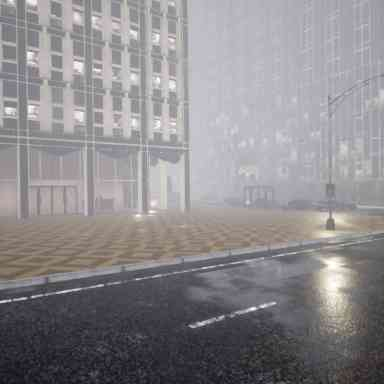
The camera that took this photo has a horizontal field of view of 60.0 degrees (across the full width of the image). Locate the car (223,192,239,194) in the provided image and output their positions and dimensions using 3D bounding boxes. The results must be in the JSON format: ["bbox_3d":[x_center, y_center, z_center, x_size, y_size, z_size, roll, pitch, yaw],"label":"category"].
[{"bbox_3d":[7.095,1.216,49.078,1.812,1.442,4.674,-1,2,-34],"label":"car"}]

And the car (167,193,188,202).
[{"bbox_3d":[-2.857,1.071,63.863,1.837,1.490,4.892,-1,1,-34],"label":"car"}]

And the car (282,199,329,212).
[{"bbox_3d":[12.486,1.422,36.331,1.947,1.339,4.313,-1,1,-34],"label":"car"}]

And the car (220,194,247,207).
[{"bbox_3d":[6.152,1.318,45.771,1.947,1.339,4.313,-1,1,-34],"label":"car"}]

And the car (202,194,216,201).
[{"bbox_3d":[3.528,1.042,64.609,1.802,1.307,4.206,-1,1,-34],"label":"car"}]

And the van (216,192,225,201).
[{"bbox_3d":[6.726,0.854,59.908,1.690,1.788,3.998,-1,1,-34],"label":"van"}]

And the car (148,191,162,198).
[{"bbox_3d":[-9.267,0.685,83.399,1.967,1.590,4.097,0,1,-34],"label":"car"}]

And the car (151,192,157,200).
[{"bbox_3d":[-9.797,1.038,69.290,2.008,1.369,4.403,0,1,-34],"label":"car"}]

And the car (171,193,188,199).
[{"bbox_3d":[-2.869,0.935,74.006,1.802,1.307,4.206,0,1,-34],"label":"car"}]

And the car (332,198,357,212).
[{"bbox_3d":[15.704,1.392,36.424,1.994,1.385,4.181,-1,1,-34],"label":"car"}]

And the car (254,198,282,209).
[{"bbox_3d":[9.302,1.387,41.041,1.802,1.307,4.206,-1,1,-34],"label":"car"}]

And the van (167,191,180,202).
[{"bbox_3d":[-3.399,0.936,59.892,1.690,1.788,3.998,0,1,-34],"label":"van"}]
